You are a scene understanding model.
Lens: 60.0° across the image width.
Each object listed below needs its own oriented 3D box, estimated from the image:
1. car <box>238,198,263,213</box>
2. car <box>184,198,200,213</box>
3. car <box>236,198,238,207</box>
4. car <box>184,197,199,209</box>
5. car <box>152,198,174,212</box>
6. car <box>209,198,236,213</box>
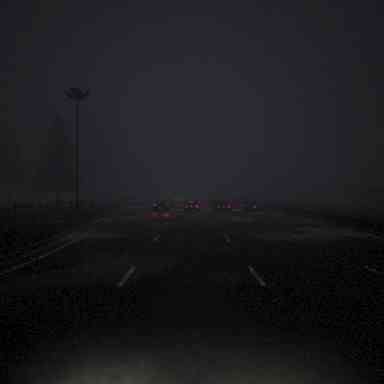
[{"bbox_3d":[6.978,1.648,39.152,1.994,1.385,4.181,0,0,0],"label":"car"},{"bbox_3d":[-0.022,1.631,38.731,2.033,1.411,5.357,0,0,0],"label":"car"},{"bbox_3d":[6.972,1.631,49.155,1.812,1.442,4.674,0,0,0],"label":"car"},{"bbox_3d":[-0.028,1.597,49.151,2.128,1.511,4.902,0,0,0],"label":"car"},{"bbox_3d":[-3.522,1.610,39.146,1.812,1.442,4.674,0,0,0],"label":"car"},{"bbox_3d":[3.478,1.631,38.733,2.033,1.411,5.357,0,0,0],"label":"car"}]
